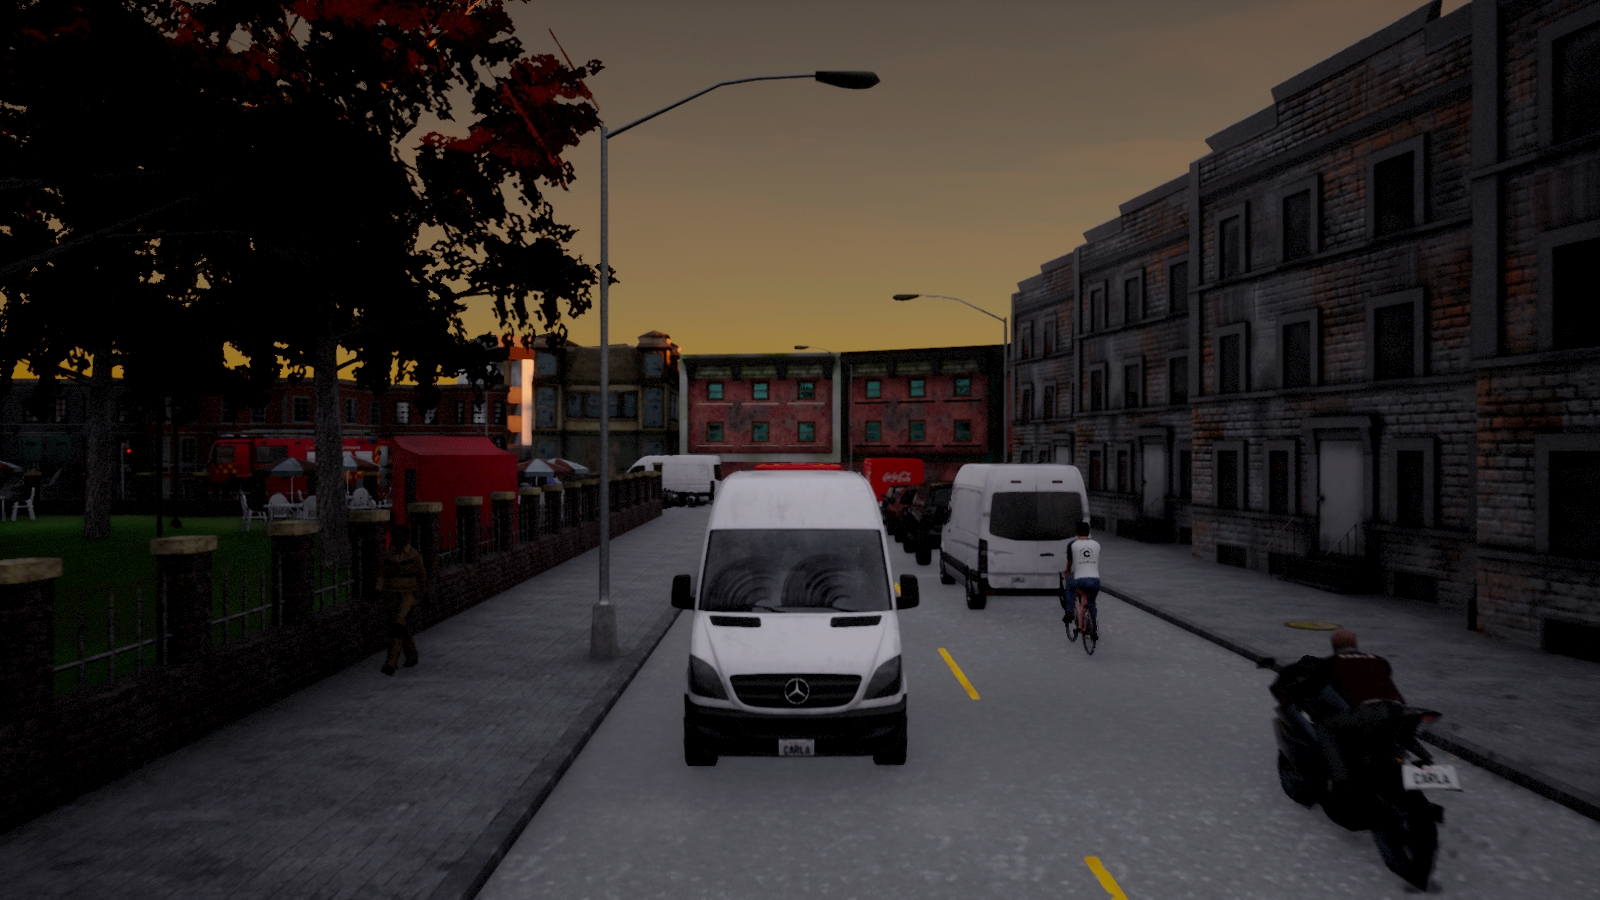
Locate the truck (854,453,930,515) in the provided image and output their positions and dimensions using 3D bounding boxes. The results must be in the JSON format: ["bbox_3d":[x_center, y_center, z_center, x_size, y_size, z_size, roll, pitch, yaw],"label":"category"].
[{"bbox_3d":[3.808,1.349,48.313,2.627,2.467,5.204,0,0,-2],"label":"truck"}]

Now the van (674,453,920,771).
[{"bbox_3d":[-0.039,1.314,12.190,1.988,2.561,5.915,0,0,0],"label":"van"}]

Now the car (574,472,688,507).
[{"bbox_3d":[-7.851,1.817,53.298,4.974,1.542,2.038,0,0,1],"label":"car"}]

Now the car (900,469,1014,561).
[{"bbox_3d":[3.891,1.560,29.351,2.150,2.045,5.566,0,0,0],"label":"car"}]

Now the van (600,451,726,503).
[{"bbox_3d":[-6.850,1.315,57.277,5.915,2.561,1.988,0,0,10],"label":"van"}]

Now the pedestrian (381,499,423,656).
[{"bbox_3d":[-4.812,1.525,13.819,0.375,1.860,0.375,0,0,1],"label":"pedestrian"}]

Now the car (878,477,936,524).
[{"bbox_3d":[3.882,1.806,41.944,1.789,1.549,3.705,0,0,0],"label":"car"}]

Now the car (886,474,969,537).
[{"bbox_3d":[3.936,1.686,36.146,2.097,1.767,4.553,0,0,0],"label":"car"}]

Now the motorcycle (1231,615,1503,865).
[{"bbox_3d":[3.982,1.985,8.290,0.867,1.251,2.209,0,0,0],"label":"motorcycle"}]

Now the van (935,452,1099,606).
[{"bbox_3d":[3.954,1.314,21.928,1.988,2.561,5.915,0,0,0],"label":"van"}]

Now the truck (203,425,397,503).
[{"bbox_3d":[-24.999,0.671,57.386,8.468,3.827,2.891,0,0,-1],"label":"truck"}]
